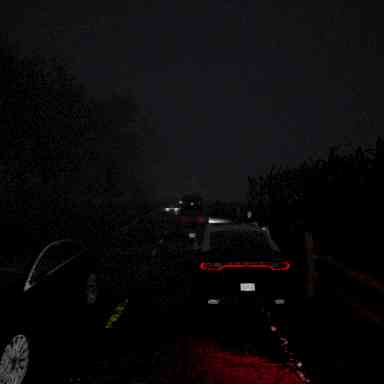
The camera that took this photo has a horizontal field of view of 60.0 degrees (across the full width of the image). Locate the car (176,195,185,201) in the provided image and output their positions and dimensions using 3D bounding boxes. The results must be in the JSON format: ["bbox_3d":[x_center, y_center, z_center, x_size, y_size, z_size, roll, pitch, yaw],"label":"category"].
[{"bbox_3d":[-2.859,1.490,81.549,2.128,1.511,4.902,0,0,0],"label":"car"}]

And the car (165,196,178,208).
[{"bbox_3d":[-2.816,1.541,47.913,2.033,1.411,5.357,0,0,0],"label":"car"}]

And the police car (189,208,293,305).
[{"bbox_3d":[0.950,1.423,8.281,1.930,1.638,5.238,0,0,0],"label":"police car"}]

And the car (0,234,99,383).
[{"bbox_3d":[-2.860,1.490,5.156,2.128,1.511,4.902,0,0,0],"label":"car"}]

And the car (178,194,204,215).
[{"bbox_3d":[0.016,1.216,33.783,2.150,2.045,5.566,0,0,0],"label":"car"}]
